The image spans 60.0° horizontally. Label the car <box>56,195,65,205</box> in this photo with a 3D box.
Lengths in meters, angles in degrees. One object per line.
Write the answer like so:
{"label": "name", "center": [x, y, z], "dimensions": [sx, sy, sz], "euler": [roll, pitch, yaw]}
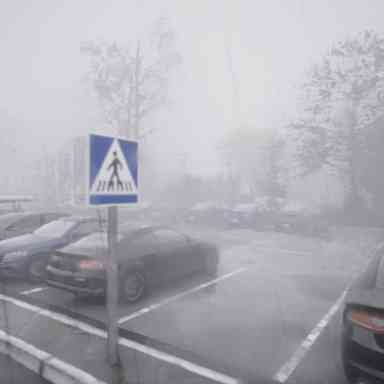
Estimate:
{"label": "car", "center": [-10.269, 1.321, 29.768], "dimensions": [2.097, 1.535, 5.008], "euler": [0, 0, 35]}

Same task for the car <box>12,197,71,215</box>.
{"label": "car", "center": [-14.792, 1.301, 32.936], "dimensions": [2.231, 1.521, 4.892], "euler": [0, 0, 35]}

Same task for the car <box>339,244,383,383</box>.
{"label": "car", "center": [3.510, 1.422, 4.771], "dimensions": [2.097, 1.535, 5.008], "euler": [0, 0, 35]}

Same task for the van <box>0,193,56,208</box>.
{"label": "van", "center": [-7.994, 1.143, 12.972], "dimensions": [1.878, 1.987, 4.442], "euler": [0, 0, 35]}

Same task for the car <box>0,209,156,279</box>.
{"label": "car", "center": [-3.430, 1.431, 9.638], "dimensions": [2.002, 1.452, 4.674], "euler": [0, 0, 35]}

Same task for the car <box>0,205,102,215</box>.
{"label": "car", "center": [-5.764, 1.409, 11.232], "dimensions": [2.163, 1.488, 4.792], "euler": [0, 0, 35]}

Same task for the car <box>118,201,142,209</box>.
{"label": "car", "center": [-3.329, 1.355, 24.910], "dimensions": [2.097, 1.535, 5.008], "euler": [0, 0, 35]}

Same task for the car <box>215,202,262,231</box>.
{"label": "car", "center": [3.707, 1.389, 19.974], "dimensions": [2.097, 1.535, 5.008], "euler": [0, 0, 35]}

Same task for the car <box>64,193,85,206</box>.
{"label": "car", "center": [-7.940, 1.207, 28.169], "dimensions": [2.185, 1.767, 4.553], "euler": [0, 0, 35]}

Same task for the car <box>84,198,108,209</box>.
{"label": "car", "center": [-5.648, 1.344, 26.521], "dimensions": [2.097, 1.535, 5.008], "euler": [0, 0, 35]}

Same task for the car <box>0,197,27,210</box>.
{"label": "car", "center": [-21.715, 1.296, 37.815], "dimensions": [2.163, 1.488, 4.792], "euler": [0, 0, 35]}

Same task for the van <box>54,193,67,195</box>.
{"label": "van", "center": [-12.414, 1.085, 31.404], "dimensions": [1.878, 1.987, 4.442], "euler": [0, 0, 35]}

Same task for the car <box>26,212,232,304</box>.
{"label": "car", "center": [-1.118, 1.442, 8.013], "dimensions": [2.002, 1.452, 4.674], "euler": [0, 0, 35]}

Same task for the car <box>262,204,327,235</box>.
{"label": "car", "center": [6.022, 1.401, 18.356], "dimensions": [2.231, 1.521, 4.892], "euler": [0, 0, 35]}

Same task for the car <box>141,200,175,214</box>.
{"label": "car", "center": [-0.900, 1.396, 23.240], "dimensions": [2.163, 1.488, 4.792], "euler": [0, 0, 35]}

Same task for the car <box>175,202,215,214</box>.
{"label": "car", "center": [1.394, 1.378, 21.593], "dimensions": [2.097, 1.535, 5.008], "euler": [0, 0, 35]}
